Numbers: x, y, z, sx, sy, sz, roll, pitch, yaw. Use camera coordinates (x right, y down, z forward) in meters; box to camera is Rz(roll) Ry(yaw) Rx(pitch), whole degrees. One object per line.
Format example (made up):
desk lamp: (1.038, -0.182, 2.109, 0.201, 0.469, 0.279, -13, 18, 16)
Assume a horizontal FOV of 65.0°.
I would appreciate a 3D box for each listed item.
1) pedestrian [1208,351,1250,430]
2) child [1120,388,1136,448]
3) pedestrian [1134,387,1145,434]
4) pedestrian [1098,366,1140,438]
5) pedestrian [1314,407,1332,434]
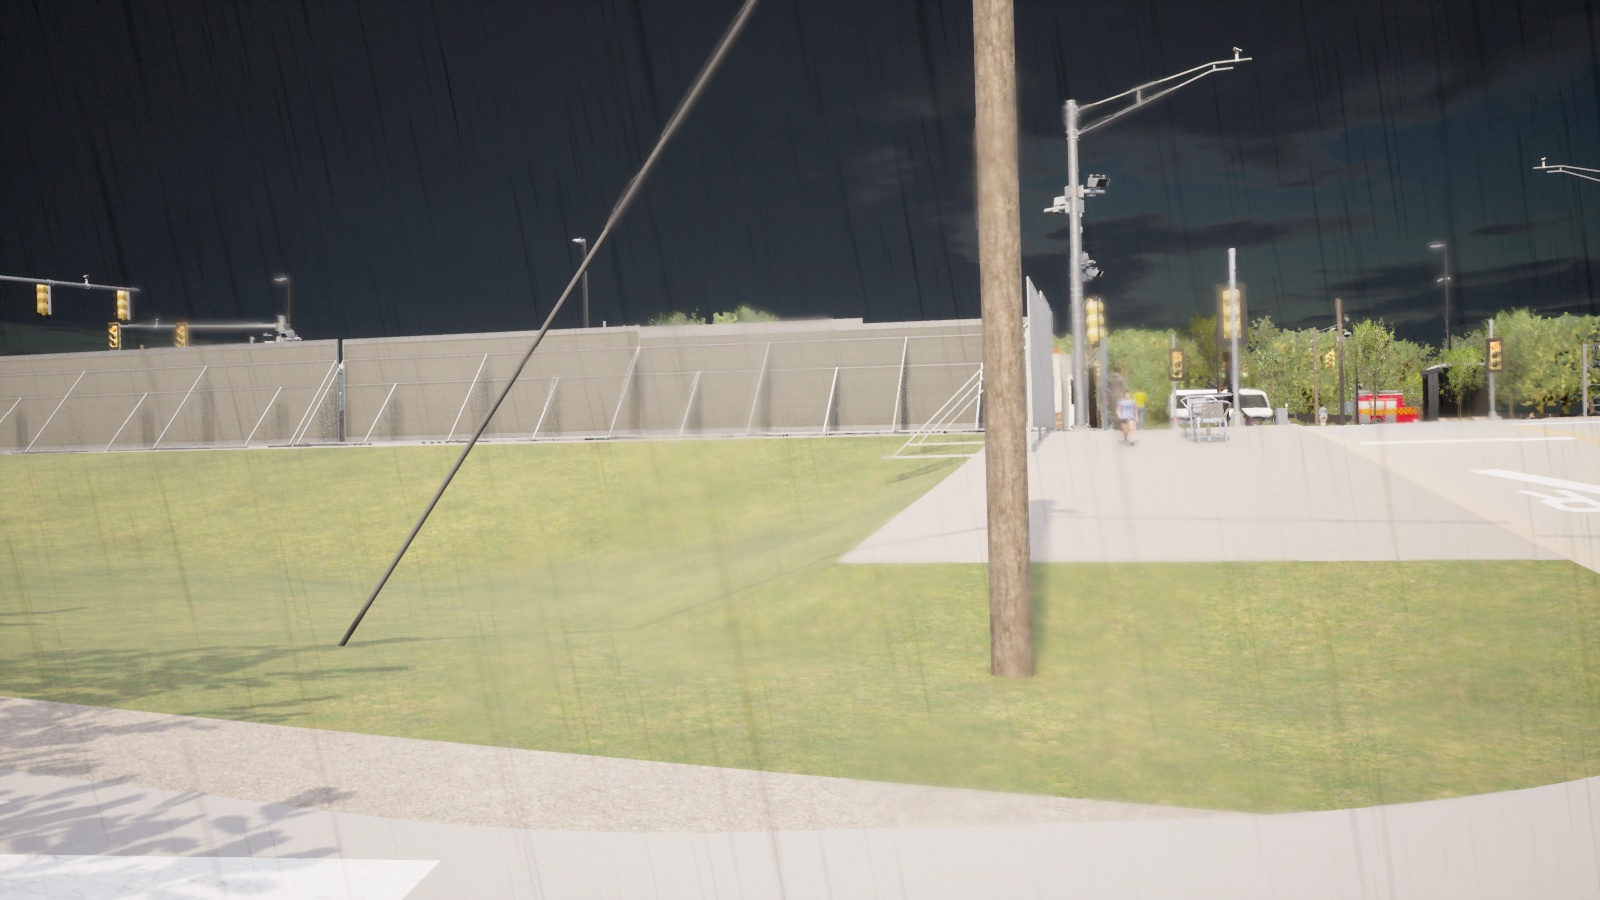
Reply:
pedestrian: (9.995, -1.378, 29.275, 0.869, 1.805, 0.328, -1, 0, 14)
child: (6.191, -0.598, 23.706, 0.255, 1.110, 0.394, -1, 0, 12)
pedestrian: (13.398, -1.561, 49.540, 0.354, 1.836, 0.706, -1, 0, 14)
pedestrian: (8.842, -1.330, 34.820, 0.873, 1.952, 0.659, -1, 0, -27)
pedestrian: (36.436, -2.055, 87.510, 0.874, 1.855, 0.900, -1, 0, 4)
